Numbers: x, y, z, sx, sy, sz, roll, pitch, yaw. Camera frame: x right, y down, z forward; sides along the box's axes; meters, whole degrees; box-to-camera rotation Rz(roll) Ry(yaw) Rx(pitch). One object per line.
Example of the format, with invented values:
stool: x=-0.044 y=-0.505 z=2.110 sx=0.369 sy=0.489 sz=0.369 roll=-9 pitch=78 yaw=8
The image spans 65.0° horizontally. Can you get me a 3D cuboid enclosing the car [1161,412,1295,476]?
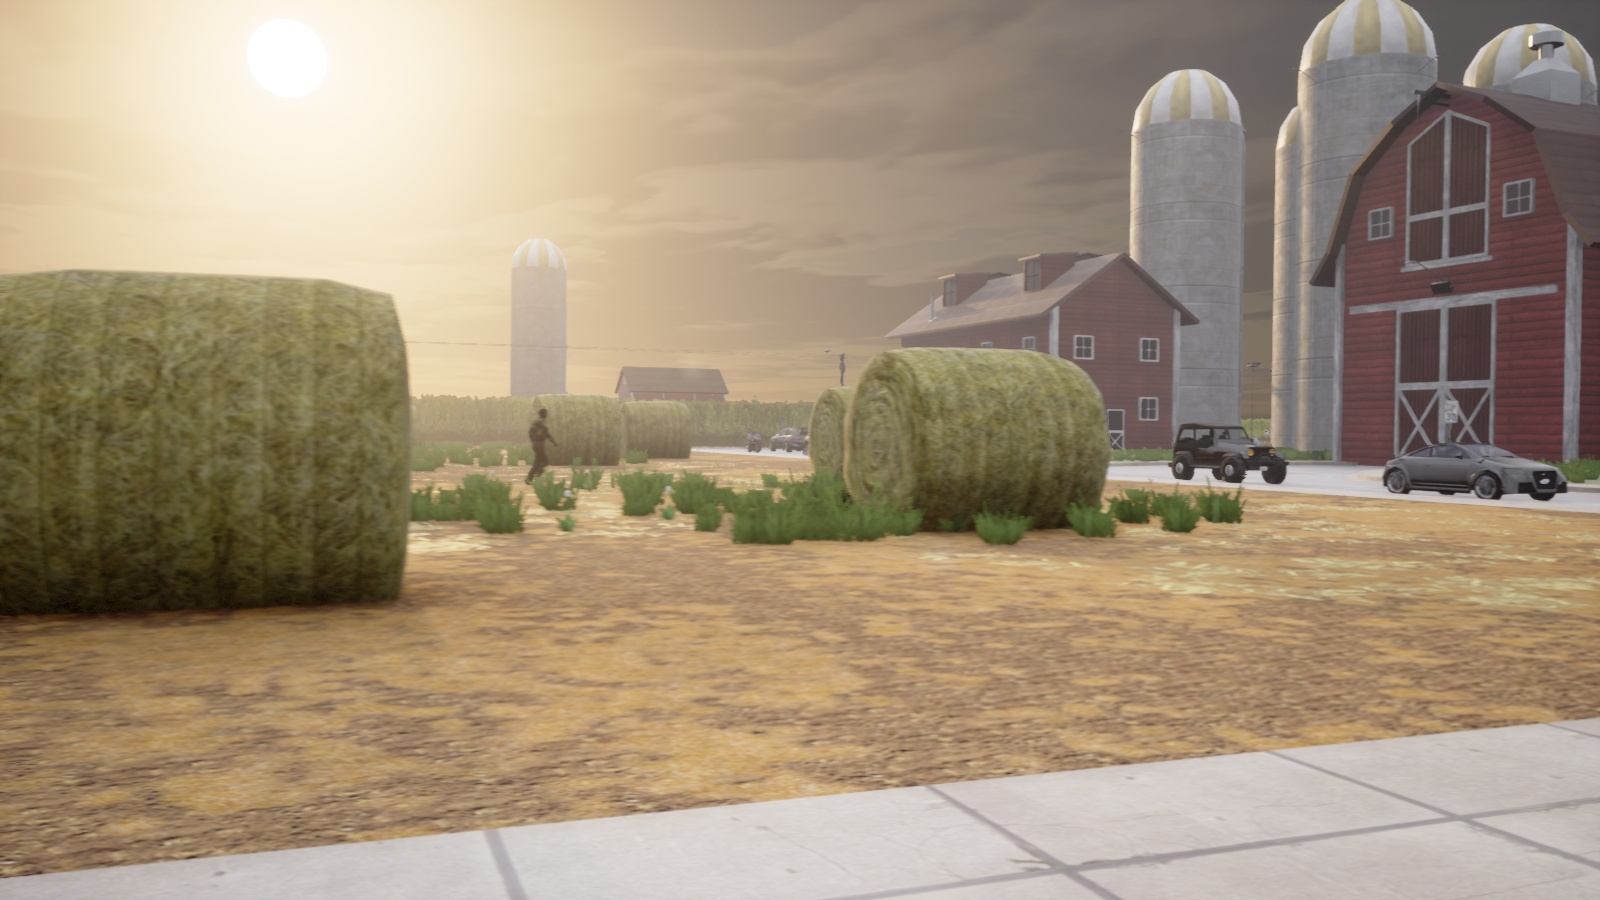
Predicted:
car: x=13.319 y=-0.216 z=39.261 sx=1.905 sy=1.878 sz=3.866 roll=-1 pitch=1 yaw=-21

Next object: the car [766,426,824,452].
car: x=-0.387 y=-0.729 z=82.870 sx=2.242 sy=1.667 sz=4.611 roll=-1 pitch=1 yaw=-22

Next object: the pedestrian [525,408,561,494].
pedestrian: x=-5.888 y=0.019 z=28.761 sx=0.692 sy=1.930 sz=0.395 roll=-1 pitch=1 yaw=-37

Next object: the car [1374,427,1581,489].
car: x=16.616 y=0.151 z=31.036 sx=1.994 sy=1.385 sz=4.181 roll=-1 pitch=1 yaw=-22

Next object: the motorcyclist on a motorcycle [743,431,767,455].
motorcyclist on a motorcycle: x=-2.864 y=-0.459 z=79.647 sx=0.866 sy=1.530 sz=2.191 roll=-1 pitch=1 yaw=-22
